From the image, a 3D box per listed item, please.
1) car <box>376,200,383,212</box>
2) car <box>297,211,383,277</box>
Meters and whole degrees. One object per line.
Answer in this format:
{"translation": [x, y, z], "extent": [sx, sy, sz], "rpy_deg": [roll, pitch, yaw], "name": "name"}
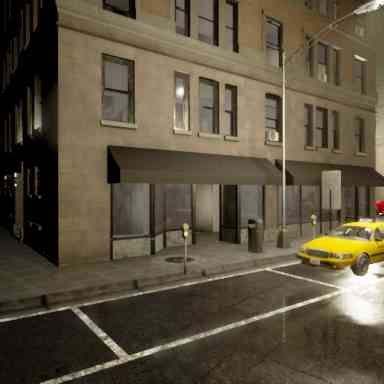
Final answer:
{"translation": [17.803, 1.239, 28.478], "extent": [2.150, 2.045, 5.566], "rpy_deg": [0, 0, -36], "name": "car"}
{"translation": [5.234, 1.525, 10.255], "extent": [4.829, 1.417, 1.752], "rpy_deg": [0, 0, -35], "name": "car"}
